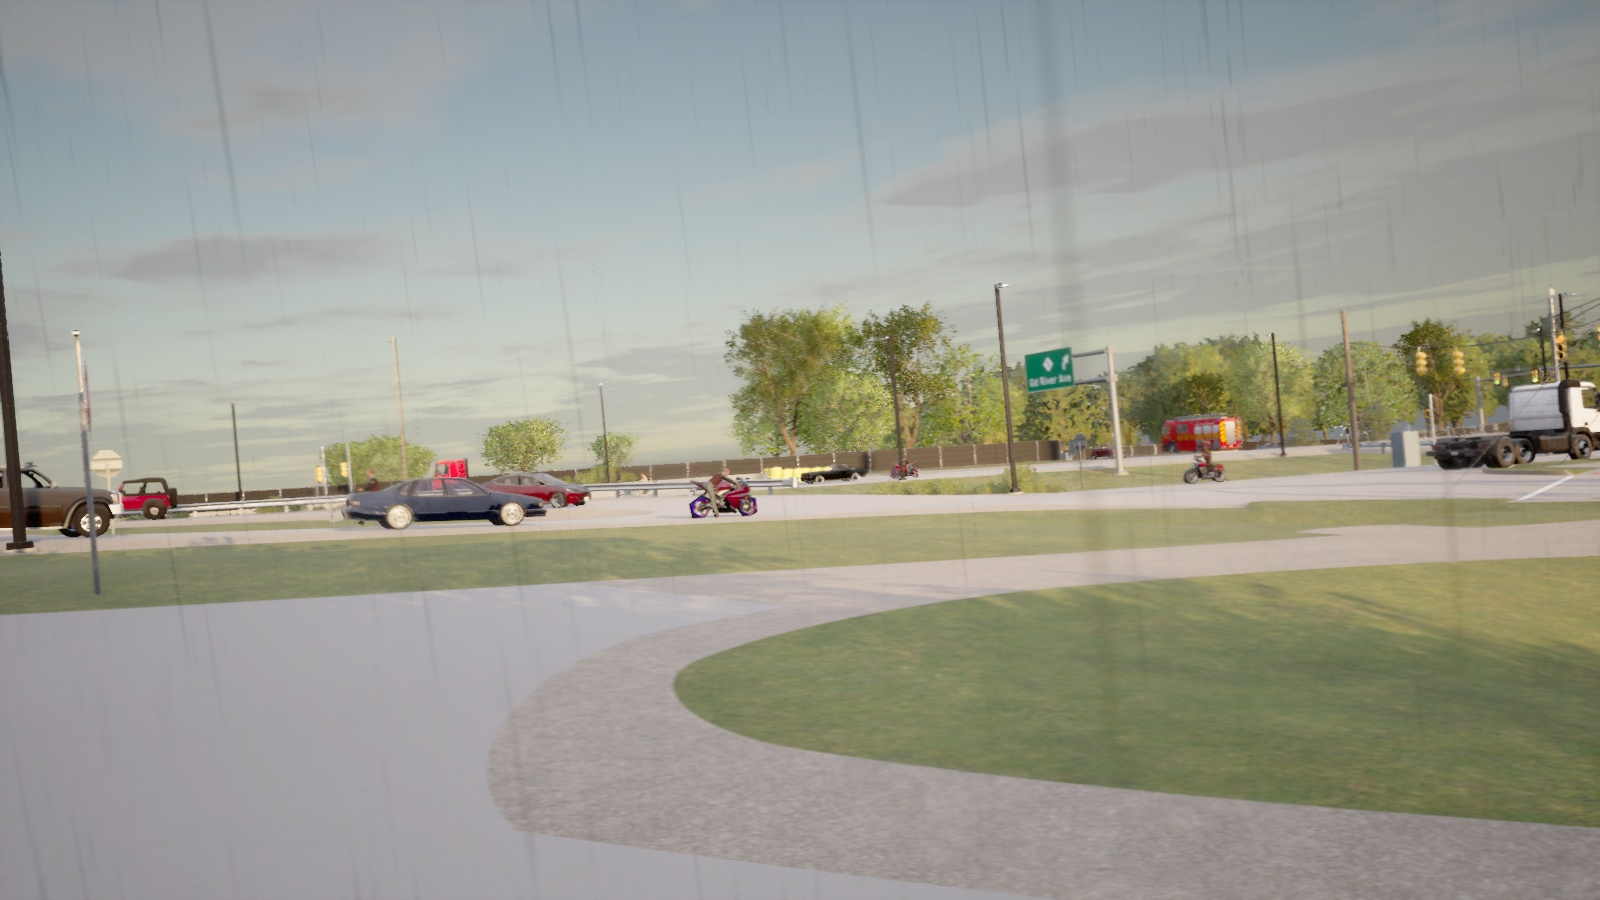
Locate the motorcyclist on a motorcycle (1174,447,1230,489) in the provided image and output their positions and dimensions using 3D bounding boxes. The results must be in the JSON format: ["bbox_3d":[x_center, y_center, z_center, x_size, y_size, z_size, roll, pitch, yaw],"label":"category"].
[{"bbox_3d":[17.163,0.777,53.617,2.350,1.649,0.766,-3,-1,-29],"label":"motorcyclist on a motorcycle"}]

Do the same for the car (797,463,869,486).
[{"bbox_3d":[2.345,1.724,89.335,4.718,1.301,1.895,-3,-1,-26],"label":"car"}]

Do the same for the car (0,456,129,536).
[{"bbox_3d":[-18.955,1.109,30.200,4.605,1.855,1.932,1,-3,-43],"label":"car"}]

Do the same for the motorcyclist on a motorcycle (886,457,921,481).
[{"bbox_3d":[7.241,1.334,87.837,2.191,1.530,0.866,-3,-1,-26],"label":"motorcyclist on a motorcycle"}]

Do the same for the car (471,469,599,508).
[{"bbox_3d":[-11.134,1.616,52.899,4.792,1.488,2.163,-1,1,18],"label":"car"}]

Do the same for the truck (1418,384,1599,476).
[{"bbox_3d":[29.793,-0.856,52.317,7.936,3.462,2.891,-3,-1,-27],"label":"truck"}]

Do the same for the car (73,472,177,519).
[{"bbox_3d":[-29.592,1.977,55.172,3.866,1.878,1.905,-1,-2,-24],"label":"car"}]

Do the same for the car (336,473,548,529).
[{"bbox_3d":[-9.882,1.382,34.731,5.357,1.411,2.033,0,-2,-25],"label":"car"}]

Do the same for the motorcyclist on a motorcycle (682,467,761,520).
[{"bbox_3d":[-2.390,1.317,38.255,2.191,1.530,0.866,-1,-2,-25],"label":"motorcyclist on a motorcycle"}]
